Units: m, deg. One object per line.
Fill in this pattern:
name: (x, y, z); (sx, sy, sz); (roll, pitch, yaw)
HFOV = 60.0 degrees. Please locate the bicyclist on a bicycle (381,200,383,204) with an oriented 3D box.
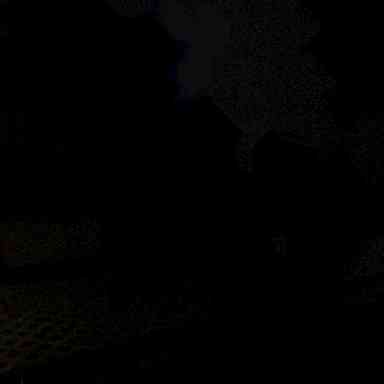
bicyclist on a bicycle: (23.514, 1.854, 40.945); (1.656, 1.620, 0.582); (0, -1, -35)
